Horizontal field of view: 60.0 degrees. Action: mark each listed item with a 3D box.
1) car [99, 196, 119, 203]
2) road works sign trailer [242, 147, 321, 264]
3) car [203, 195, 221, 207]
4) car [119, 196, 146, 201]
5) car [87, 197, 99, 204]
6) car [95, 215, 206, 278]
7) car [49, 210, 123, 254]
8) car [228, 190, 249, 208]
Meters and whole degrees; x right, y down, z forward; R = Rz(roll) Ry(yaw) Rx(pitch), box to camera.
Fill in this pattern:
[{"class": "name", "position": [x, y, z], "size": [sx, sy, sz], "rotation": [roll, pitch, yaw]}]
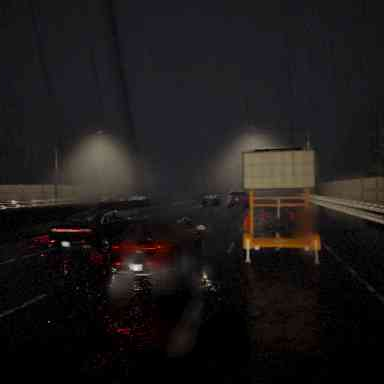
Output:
[{"class": "car", "position": [-10.854, 1.409, 47.378], "size": [1.837, 1.490, 4.892], "rotation": [-1, 0, 12]}, {"class": "road works sign trailer", "position": [2.958, 0.319, 11.357], "size": [2.380, 3.560, 2.880], "rotation": [-1, 0, 12]}, {"class": "car", "position": [2.583, 1.146, 42.479], "size": [2.128, 1.511, 4.902], "rotation": [-1, 0, 12]}, {"class": "car", "position": [-7.624, 1.336, 45.814], "size": [2.128, 1.511, 4.902], "rotation": [-1, 0, 12]}, {"class": "car", "position": [-13.924, 1.458, 49.726], "size": [1.837, 1.490, 4.892], "rotation": [-1, 0, 12]}, {"class": "car", "position": [-0.787, 1.448, 10.016], "size": [1.837, 1.490, 4.892], "rotation": [-1, 1, 12]}, {"class": "car", "position": [-3.651, 1.471, 13.351], "size": [2.128, 1.511, 4.902], "rotation": [-1, 0, 12]}, {"class": "car", "position": [5.573, 0.831, 39.754], "size": [2.150, 2.045, 5.566], "rotation": [-1, 1, 12]}]
